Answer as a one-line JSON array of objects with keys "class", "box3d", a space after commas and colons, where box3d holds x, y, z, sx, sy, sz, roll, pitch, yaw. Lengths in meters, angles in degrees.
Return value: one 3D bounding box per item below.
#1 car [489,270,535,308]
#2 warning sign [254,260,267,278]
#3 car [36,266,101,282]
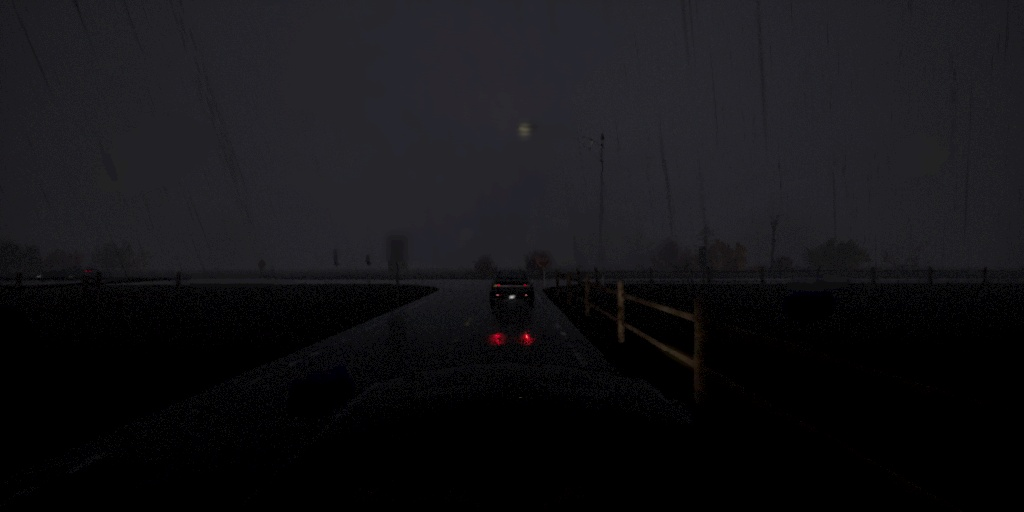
[{"class": "car", "box3d": [0.002, 1.381, 16.132, 2.128, 1.511, 4.902, 0, 0, 0]}, {"class": "warning sign", "box3d": [-25.395, 1.261, 36.466, 1.060, 1.860, 1.300, 0, 0, 0]}, {"class": "car", "box3d": [-42.160, 1.667, 34.155, 4.902, 1.511, 2.128, 0, -1, 1]}]
